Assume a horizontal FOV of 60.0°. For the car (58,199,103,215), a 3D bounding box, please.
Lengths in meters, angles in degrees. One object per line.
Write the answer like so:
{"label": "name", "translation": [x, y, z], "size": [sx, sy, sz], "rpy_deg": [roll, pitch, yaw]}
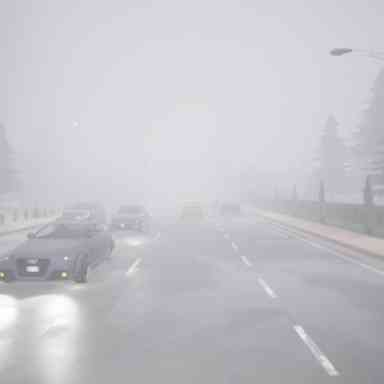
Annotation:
{"label": "car", "translation": [-7.001, 1.344, 21.511], "size": [2.097, 1.767, 4.553], "rpy_deg": [0, 0, 0]}

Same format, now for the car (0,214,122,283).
{"label": "car", "translation": [-3.576, 1.559, 9.529], "size": [1.994, 1.385, 4.181], "rpy_deg": [0, 0, 1]}

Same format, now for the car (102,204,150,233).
{"label": "car", "translation": [-3.583, 1.494, 19.586], "size": [1.837, 1.490, 4.892], "rpy_deg": [0, 0, 0]}

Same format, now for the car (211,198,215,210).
{"label": "car", "translation": [3.536, 1.455, 42.825], "size": [1.882, 1.535, 5.008], "rpy_deg": [0, 0, 1]}

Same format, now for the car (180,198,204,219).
{"label": "car", "translation": [-0.002, 1.462, 29.435], "size": [1.882, 1.535, 5.008], "rpy_deg": [0, 0, 0]}

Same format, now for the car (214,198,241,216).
{"label": "car", "translation": [3.596, 1.460, 32.893], "size": [1.882, 1.535, 5.008], "rpy_deg": [0, 0, 0]}

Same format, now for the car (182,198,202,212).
{"label": "car", "translation": [-0.002, 1.471, 38.685], "size": [2.128, 1.511, 4.902], "rpy_deg": [0, 0, 0]}
